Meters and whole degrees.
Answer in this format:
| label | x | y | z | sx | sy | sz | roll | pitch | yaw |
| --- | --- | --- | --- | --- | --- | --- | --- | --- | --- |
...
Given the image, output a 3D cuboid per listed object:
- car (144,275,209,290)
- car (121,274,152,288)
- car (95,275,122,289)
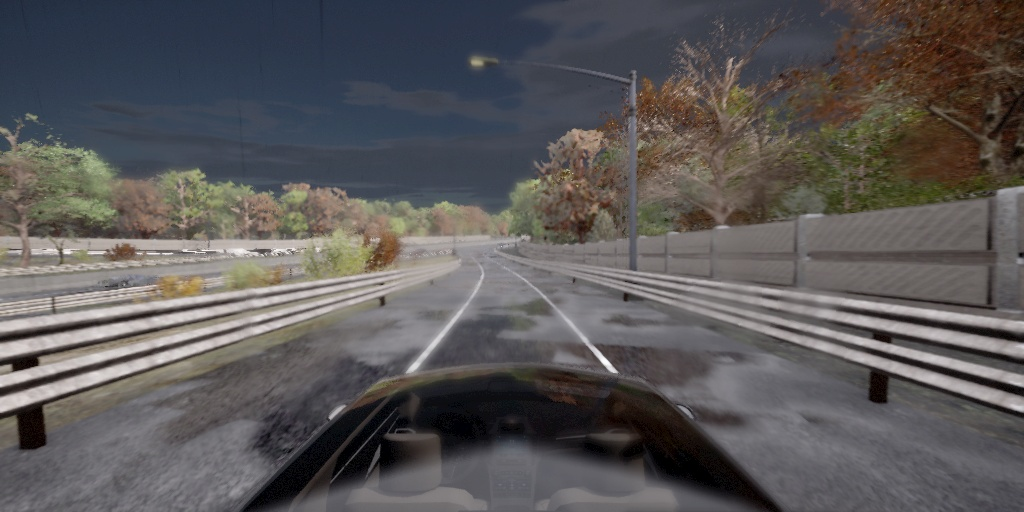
| label | x | y | z | sx | sy | sz | roll | pitch | yaw |
| --- | --- | --- | --- | --- | --- | --- | --- | --- | --- |
| car | -34.911 | 2.838 | 37.781 | 1.895 | 1.301 | 4.718 | 1 | 4 | 15 |
| car | -38.320 | 2.748 | 38.559 | 1.994 | 1.385 | 4.181 | 1 | 4 | 15 |
| car | -41.716 | 2.673 | 39.409 | 2.033 | 1.411 | 5.357 | 1 | 4 | 15 |
